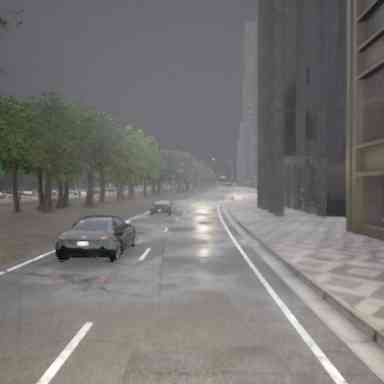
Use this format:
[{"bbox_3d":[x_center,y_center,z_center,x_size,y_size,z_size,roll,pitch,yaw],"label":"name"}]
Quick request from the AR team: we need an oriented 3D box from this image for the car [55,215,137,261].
[{"bbox_3d":[-3.281,1.524,12.103,1.994,1.385,4.181,0,0,1],"label":"car"}]

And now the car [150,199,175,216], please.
[{"bbox_3d":[-2.621,1.368,30.327,1.812,1.442,4.674,0,0,3],"label":"car"}]
